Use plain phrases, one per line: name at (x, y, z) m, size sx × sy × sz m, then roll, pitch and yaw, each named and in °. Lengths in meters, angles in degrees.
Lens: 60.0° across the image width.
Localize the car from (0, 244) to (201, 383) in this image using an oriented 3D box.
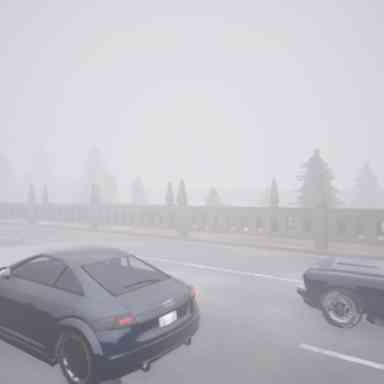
car at (-1.935, 1.574, 5.367) m, size 4.181 × 1.385 × 1.994 m, roll 0°, pitch 0°, yaw 35°

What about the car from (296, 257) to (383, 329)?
car at (4.205, 1.601, 5.291) m, size 4.718 × 1.301 × 1.895 m, roll 0°, pitch 0°, yaw 35°
